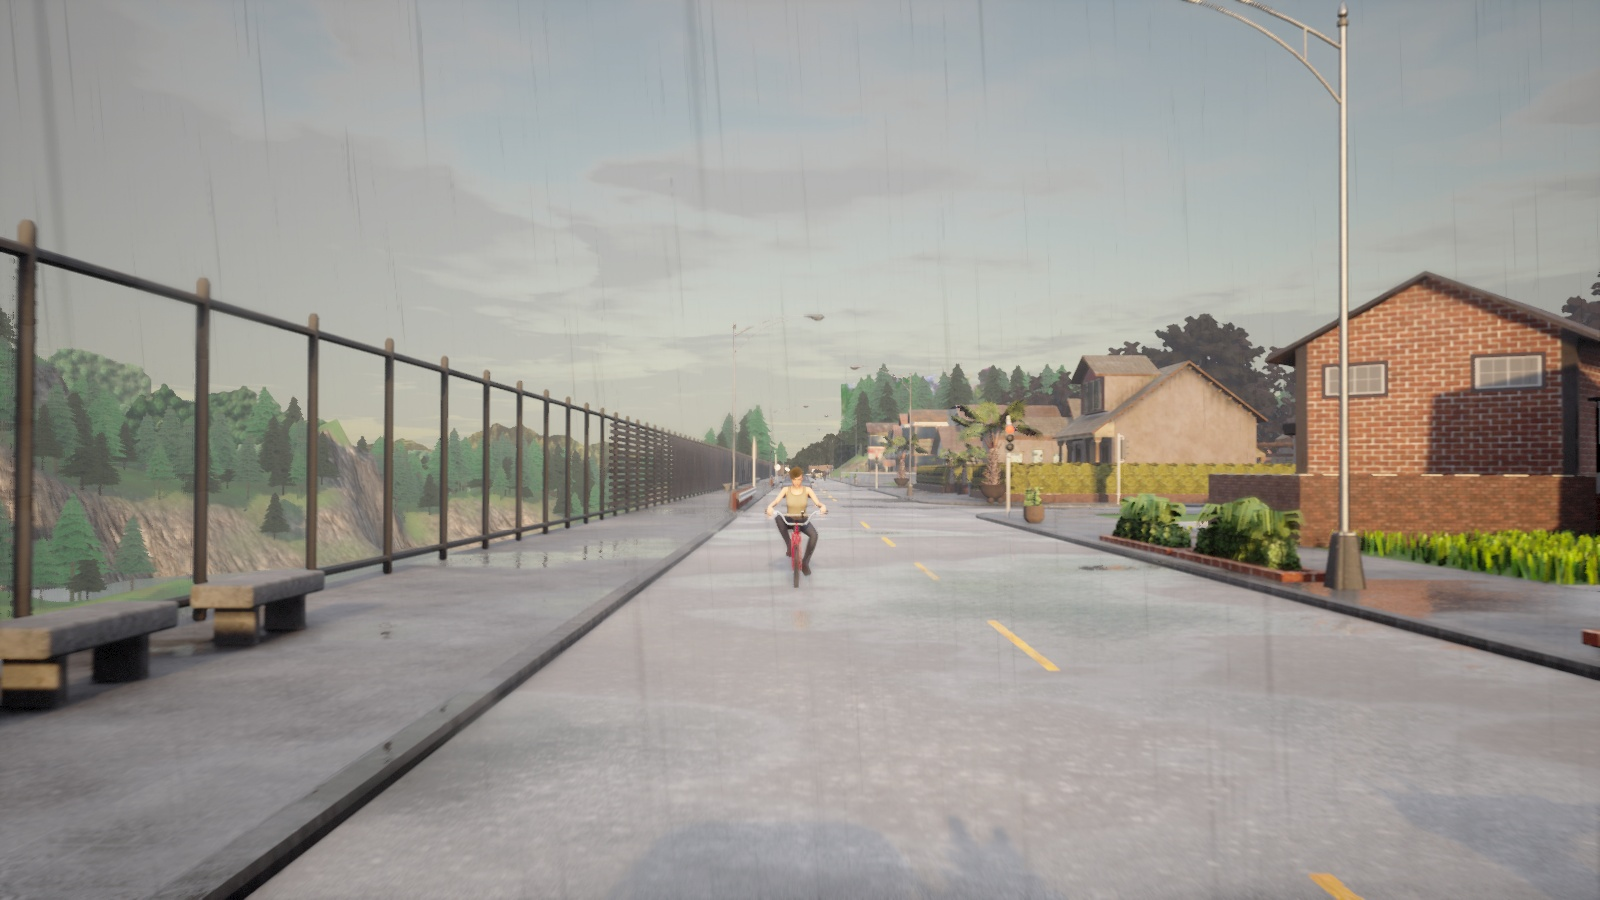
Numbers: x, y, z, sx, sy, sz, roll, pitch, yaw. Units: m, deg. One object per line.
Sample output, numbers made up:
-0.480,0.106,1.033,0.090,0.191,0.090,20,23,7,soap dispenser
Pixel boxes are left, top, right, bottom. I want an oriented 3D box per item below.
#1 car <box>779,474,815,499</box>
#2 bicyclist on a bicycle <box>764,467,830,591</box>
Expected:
-0.177,2.109,74.473,2.033,1.411,5.357,0,-1,0,car
-0.037,1.038,17.133,0.866,1.612,1.509,0,-1,0,bicyclist on a bicycle
